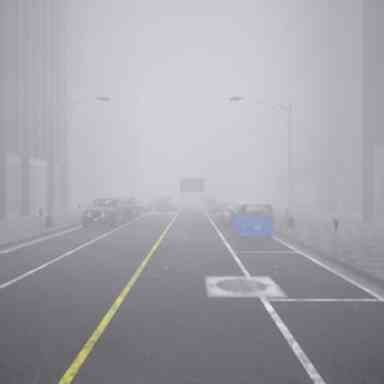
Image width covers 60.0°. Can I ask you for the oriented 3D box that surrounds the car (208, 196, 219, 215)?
[{"bbox_3d":[2.861,1.481,33.519,1.752,1.417,4.829,0,0,1],"label":"car"}]

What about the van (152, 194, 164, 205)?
[{"bbox_3d":[-5.675,1.259,55.888,1.690,1.788,3.998,0,0,0],"label":"van"}]

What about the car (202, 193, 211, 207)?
[{"bbox_3d":[2.851,1.364,50.236,1.967,1.590,4.097,0,0,0],"label":"car"}]

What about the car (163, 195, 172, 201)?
[{"bbox_3d":[-5.680,1.460,78.444,1.887,1.381,4.507,0,0,0],"label":"car"}]

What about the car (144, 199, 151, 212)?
[{"bbox_3d":[-5.673,1.471,38.764,1.752,1.417,4.829,0,0,1],"label":"car"}]

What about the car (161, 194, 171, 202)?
[{"bbox_3d":[-5.679,1.354,72.805,1.967,1.590,4.097,0,0,0],"label":"car"}]

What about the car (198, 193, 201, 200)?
[{"bbox_3d":[2.848,1.229,67.154,2.192,1.841,5.009,0,0,0],"label":"car"}]

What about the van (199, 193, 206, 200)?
[{"bbox_3d":[2.844,1.260,89.712,1.690,1.788,3.998,0,0,0],"label":"van"}]

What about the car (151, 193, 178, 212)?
[{"bbox_3d":[-3.100,1.298,38.400,2.097,1.767,4.553,0,0,0],"label":"car"}]

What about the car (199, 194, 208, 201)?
[{"bbox_3d":[2.845,1.357,84.072,1.967,1.590,4.097,0,0,0],"label":"car"}]

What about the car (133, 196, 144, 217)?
[{"bbox_3d":[-5.671,1.285,27.695,2.192,1.841,5.009,0,0,0],"label":"car"}]

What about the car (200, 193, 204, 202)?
[{"bbox_3d":[2.850,1.358,55.874,1.967,1.590,4.097,0,0,0],"label":"car"}]

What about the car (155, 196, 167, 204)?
[{"bbox_3d":[-5.677,1.480,61.527,1.947,1.339,4.313,0,0,0],"label":"car"}]

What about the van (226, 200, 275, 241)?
[{"bbox_3d":[2.857,1.330,16.394,1.690,1.788,3.998,0,0,0],"label":"van"}]

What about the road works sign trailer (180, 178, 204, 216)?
[{"bbox_3d":[-0.005,0.423,32.627,2.380,3.560,2.880,0,0,0],"label":"road works sign trailer"}]

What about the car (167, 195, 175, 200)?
[{"bbox_3d":[-5.681,1.500,89.722,1.802,1.307,4.206,0,0,0],"label":"car"}]

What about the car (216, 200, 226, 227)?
[{"bbox_3d":[2.857,1.505,22.206,1.752,1.417,4.829,0,0,0],"label":"car"}]

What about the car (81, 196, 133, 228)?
[{"bbox_3d":[-5.670,1.295,22.055,2.192,1.841,5.009,0,0,0],"label":"car"}]
